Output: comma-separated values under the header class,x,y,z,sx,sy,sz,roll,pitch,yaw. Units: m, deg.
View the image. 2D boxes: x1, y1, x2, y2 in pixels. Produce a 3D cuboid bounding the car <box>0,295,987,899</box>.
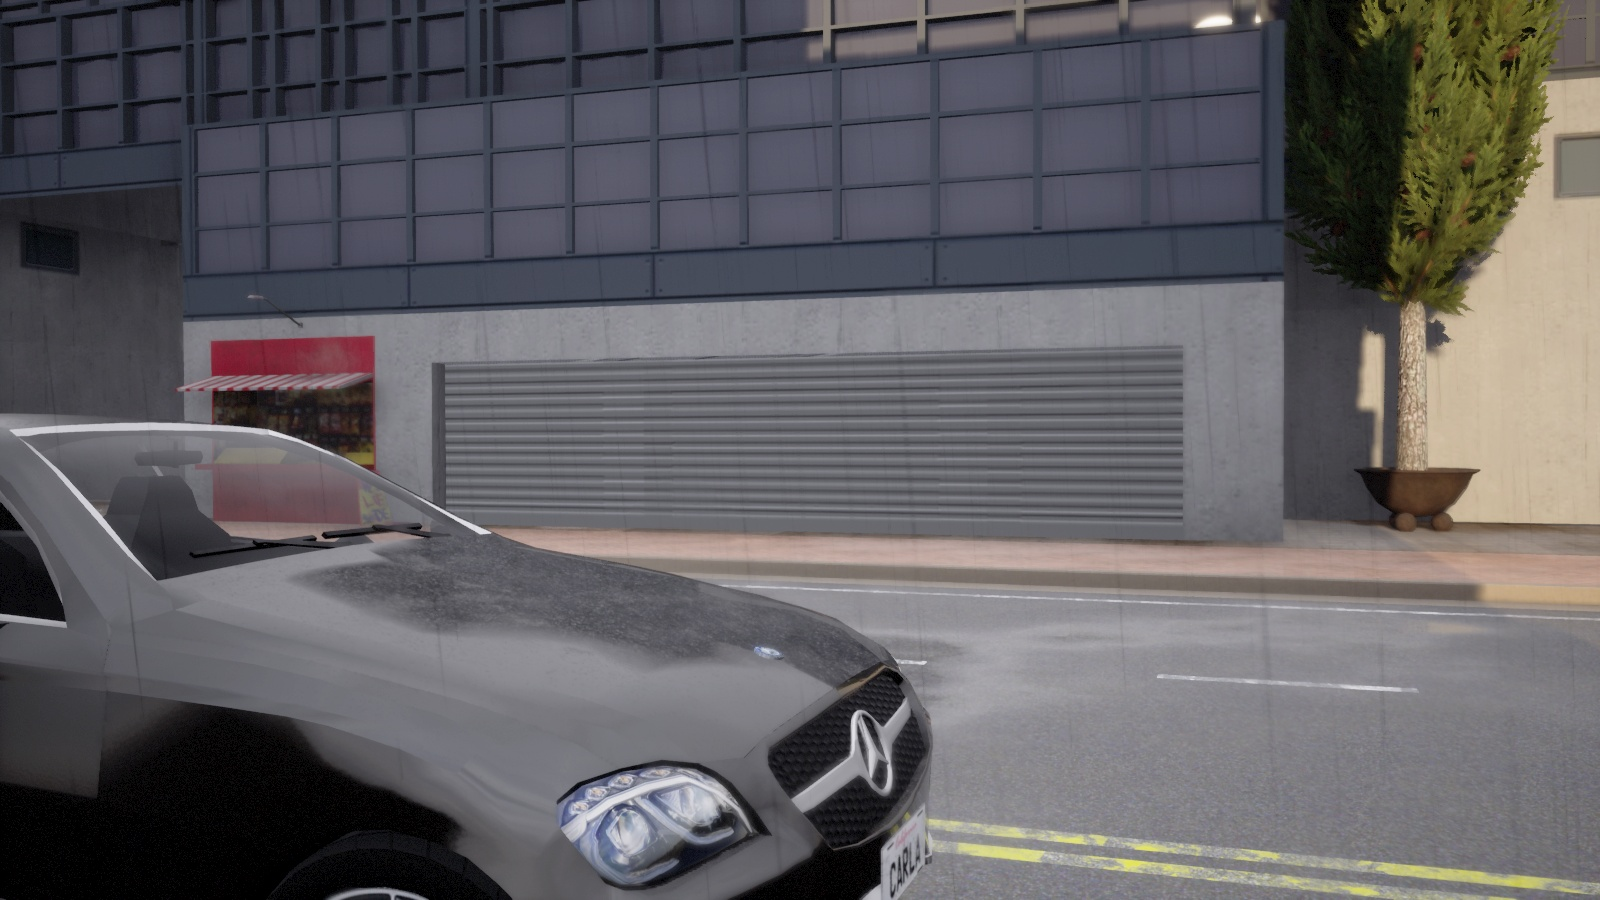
class,x,y,z,sx,sy,sz,roll,pitch,yaw
car,-2.120,0.535,3.904,5.027,1.651,2.152,1,1,19
